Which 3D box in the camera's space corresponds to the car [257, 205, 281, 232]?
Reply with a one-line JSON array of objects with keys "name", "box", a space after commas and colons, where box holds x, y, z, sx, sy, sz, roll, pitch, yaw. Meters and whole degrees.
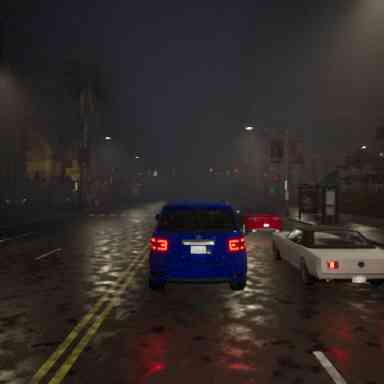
[{"name": "car", "box": [3.639, 1.478, 18.738, 1.882, 1.535, 5.008, 0, 0, 0]}]

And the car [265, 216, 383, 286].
[{"name": "car", "box": [3.618, 1.601, 9.398, 1.895, 1.301, 4.718, 0, 0, 0]}]

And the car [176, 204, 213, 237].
[{"name": "car", "box": [0.141, 1.505, 19.044, 1.837, 1.490, 4.892, 0, 0, 0]}]

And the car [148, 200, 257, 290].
[{"name": "car", "box": [0.119, 1.221, 9.182, 2.150, 2.045, 5.566, 0, 0, 0]}]
